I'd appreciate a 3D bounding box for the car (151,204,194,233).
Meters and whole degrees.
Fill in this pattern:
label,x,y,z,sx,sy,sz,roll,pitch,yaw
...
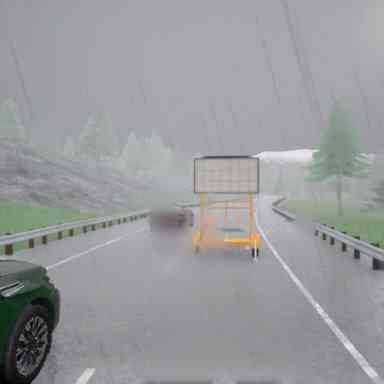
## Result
label,x,y,z,sx,sy,sz,roll,pitch,yaw
car,-1.062,1.476,19.918,1.882,1.535,5.008,0,0,8

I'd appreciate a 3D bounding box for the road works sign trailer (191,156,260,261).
label,x,y,z,sx,sy,sz,roll,pitch,yaw
road works sign trailer,1.278,0.464,12.394,2.380,3.560,2.880,0,0,8

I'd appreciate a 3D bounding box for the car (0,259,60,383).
label,x,y,z,sx,sy,sz,roll,pitch,yaw
car,-3.058,1.220,2.251,2.150,2.045,5.566,0,0,5
